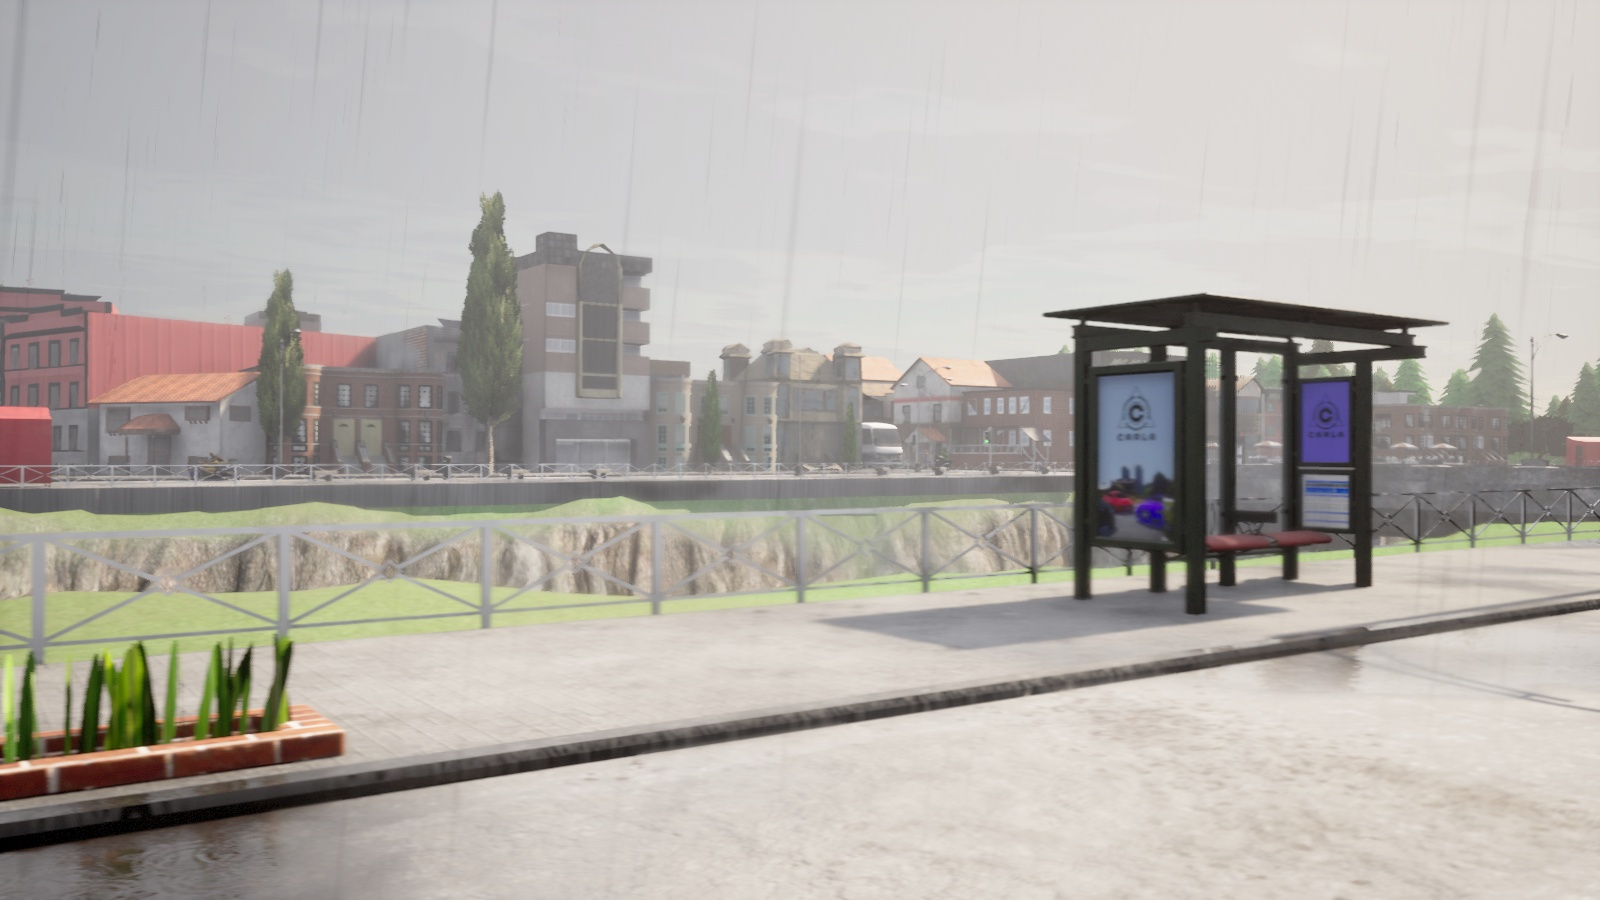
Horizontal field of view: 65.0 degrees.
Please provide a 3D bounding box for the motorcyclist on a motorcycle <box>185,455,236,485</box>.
[{"bbox_3d":[-29.831,0.999,63.560,2.191,1.530,0.866,0,0,-35],"label":"motorcyclist on a motorcycle"}]
